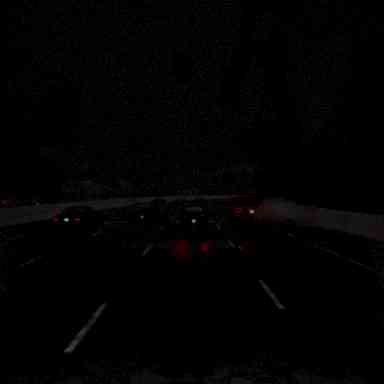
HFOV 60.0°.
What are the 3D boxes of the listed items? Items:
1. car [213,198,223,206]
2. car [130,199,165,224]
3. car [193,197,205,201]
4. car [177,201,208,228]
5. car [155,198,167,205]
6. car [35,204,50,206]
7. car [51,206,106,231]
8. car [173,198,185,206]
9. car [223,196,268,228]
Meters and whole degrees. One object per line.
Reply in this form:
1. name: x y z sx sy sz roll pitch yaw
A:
1. car: 4.611 1.710 57.697 1.895 1.301 4.718 0 0 6
2. car: -3.401 1.525 25.101 1.882 1.535 5.008 0 0 0
3. car: 1.291 1.605 59.541 2.128 1.511 4.902 0 0 7
4. car: 0.101 1.568 22.409 1.812 1.442 4.674 0 0 0
5. car: -5.761 1.676 59.089 1.994 1.385 4.181 0 0 6
6. car: -24.120 1.458 51.855 2.097 1.767 4.553 0 0 4
7. car: -6.902 1.587 20.790 2.033 1.411 5.357 0 0 0
8. car: -2.231 1.676 59.271 1.994 1.385 4.181 0 0 6
9. car: 3.597 1.266 22.616 2.150 2.045 5.566 0 0 0
